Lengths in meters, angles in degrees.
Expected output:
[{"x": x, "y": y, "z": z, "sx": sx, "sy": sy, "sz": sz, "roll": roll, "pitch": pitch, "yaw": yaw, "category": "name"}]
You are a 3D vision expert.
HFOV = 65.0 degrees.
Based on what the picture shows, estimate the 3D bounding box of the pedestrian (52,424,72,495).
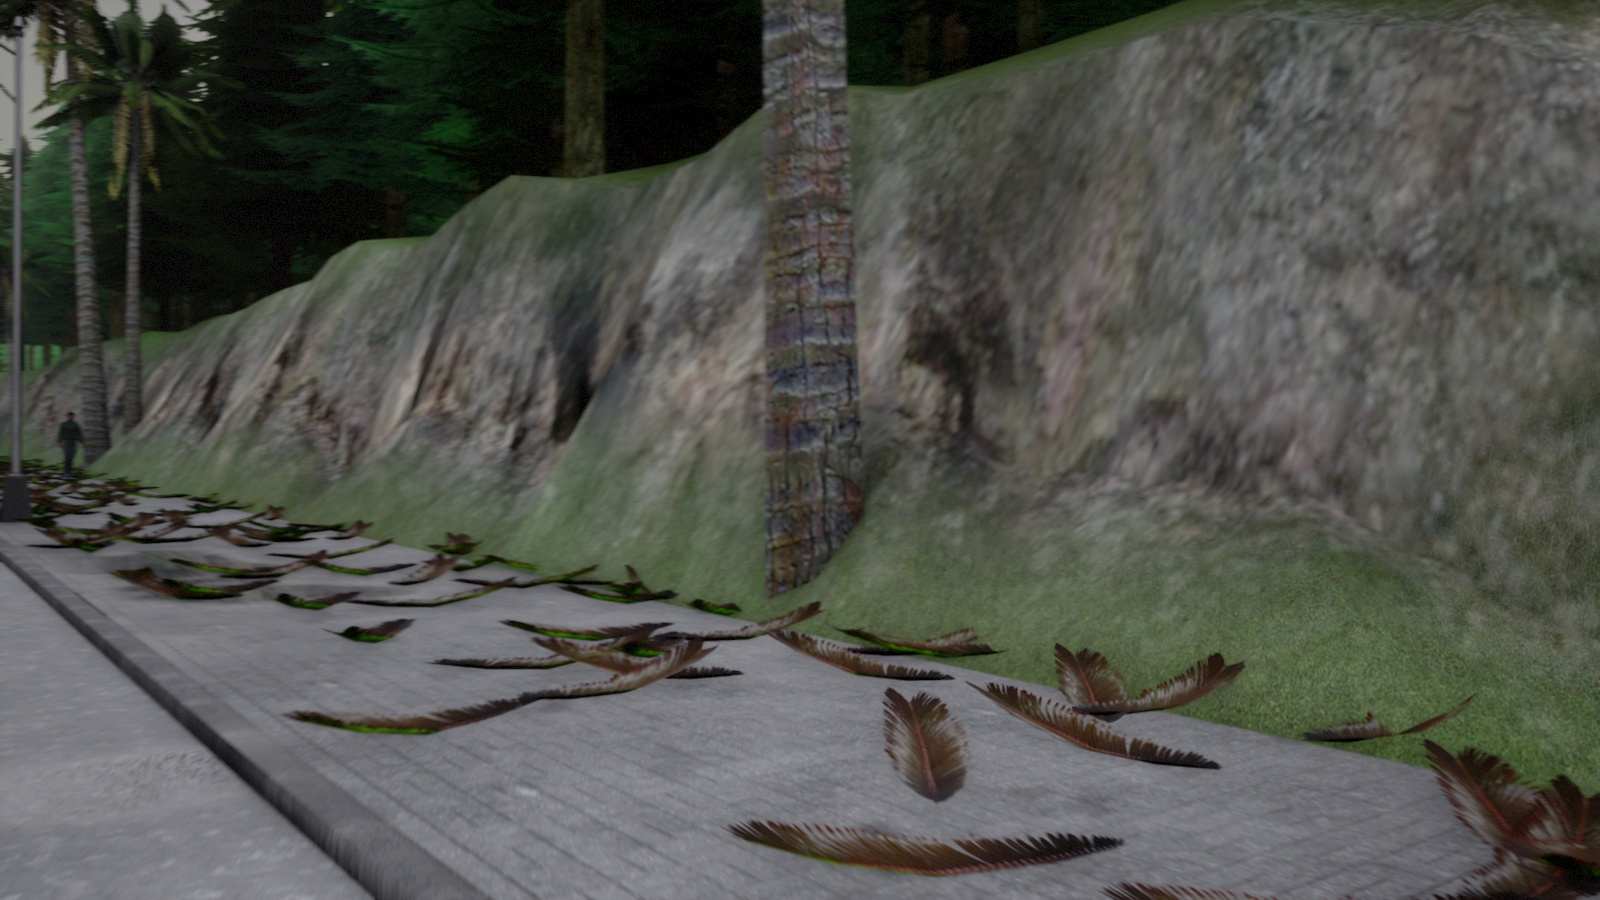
[{"x": -19.462, "y": 0.238, "z": 33.118, "sx": 0.353, "sy": 1.847, "sz": 0.614, "roll": -1, "pitch": 1, "yaw": -37, "category": "pedestrian"}]
